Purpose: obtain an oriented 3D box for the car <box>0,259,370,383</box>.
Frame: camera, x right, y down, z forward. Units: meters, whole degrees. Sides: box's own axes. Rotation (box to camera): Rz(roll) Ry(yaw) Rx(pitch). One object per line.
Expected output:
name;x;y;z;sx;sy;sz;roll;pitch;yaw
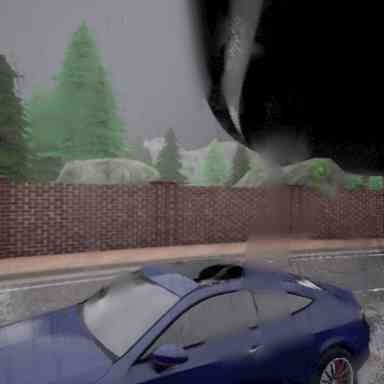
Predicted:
car;-0.113;1.524;3.478;4.674;1.442;1.812;1;0;-29
